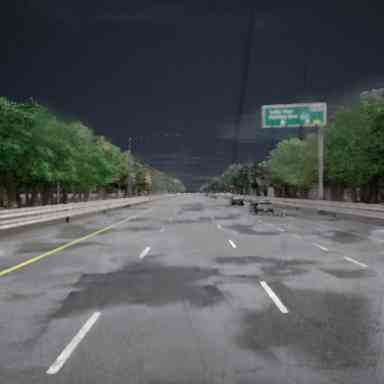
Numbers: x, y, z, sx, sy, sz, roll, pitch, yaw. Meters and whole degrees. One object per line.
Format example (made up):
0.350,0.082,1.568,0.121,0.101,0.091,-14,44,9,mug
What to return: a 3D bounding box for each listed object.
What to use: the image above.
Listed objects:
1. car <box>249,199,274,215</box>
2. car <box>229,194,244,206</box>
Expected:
7.039,1.479,34.177,2.128,1.511,4.902,0,0,0,car
7.072,1.471,53.286,1.882,1.535,5.008,0,0,0,car
